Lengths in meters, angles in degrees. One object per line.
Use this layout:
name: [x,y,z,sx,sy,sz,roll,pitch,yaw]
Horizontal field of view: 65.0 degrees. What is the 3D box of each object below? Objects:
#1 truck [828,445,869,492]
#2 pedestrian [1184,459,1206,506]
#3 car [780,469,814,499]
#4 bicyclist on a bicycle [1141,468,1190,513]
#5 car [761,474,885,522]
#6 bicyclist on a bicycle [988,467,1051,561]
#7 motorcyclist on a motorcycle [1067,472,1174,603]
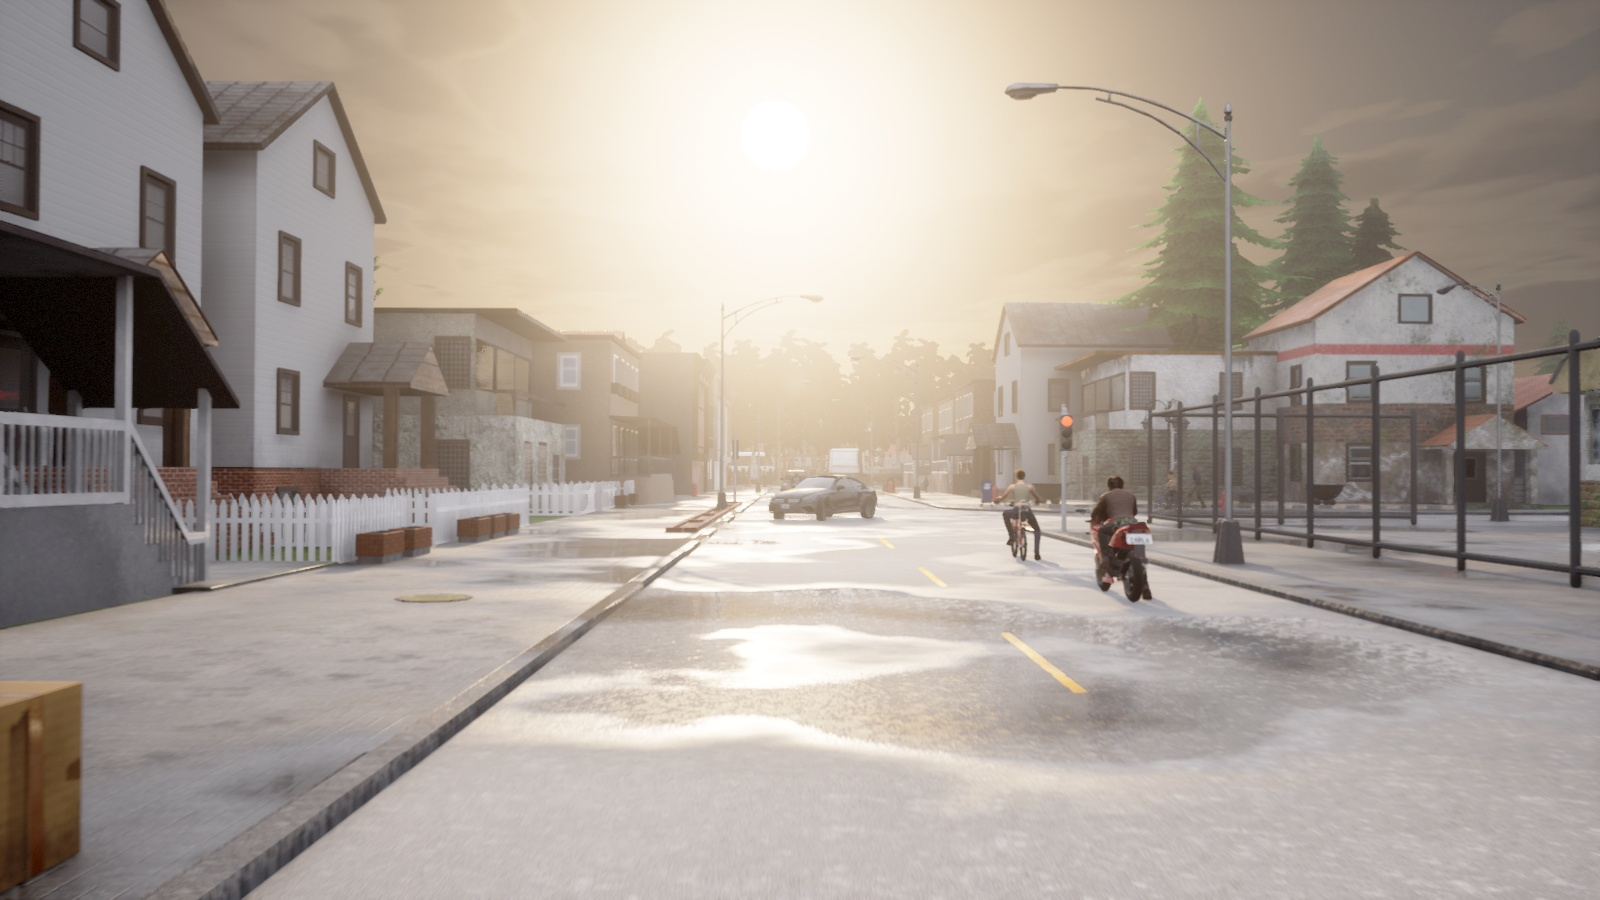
truck: [3.745,1.462,98.276,2.891,3.462,7.936,0,-1,0]
pedestrian: [15.760,1.293,50.086,0.726,1.842,0.402,0,-1,-1]
car: [-0.182,1.903,71.102,1.851,1.617,3.988,0,-1,0]
bicyclist on a bicycle: [13.286,1.462,45.636,1.509,1.612,0.866,0,-1,0]
car: [0.818,1.520,40.791,1.812,1.442,4.674,-1,-1,33]
bicyclist on a bicycle: [3.904,1.111,22.423,0.866,1.612,1.509,0,-1,1]
motorcyclist on a motorcycle: [3.963,1.043,15.690,0.797,1.523,2.044,0,-1,0]
